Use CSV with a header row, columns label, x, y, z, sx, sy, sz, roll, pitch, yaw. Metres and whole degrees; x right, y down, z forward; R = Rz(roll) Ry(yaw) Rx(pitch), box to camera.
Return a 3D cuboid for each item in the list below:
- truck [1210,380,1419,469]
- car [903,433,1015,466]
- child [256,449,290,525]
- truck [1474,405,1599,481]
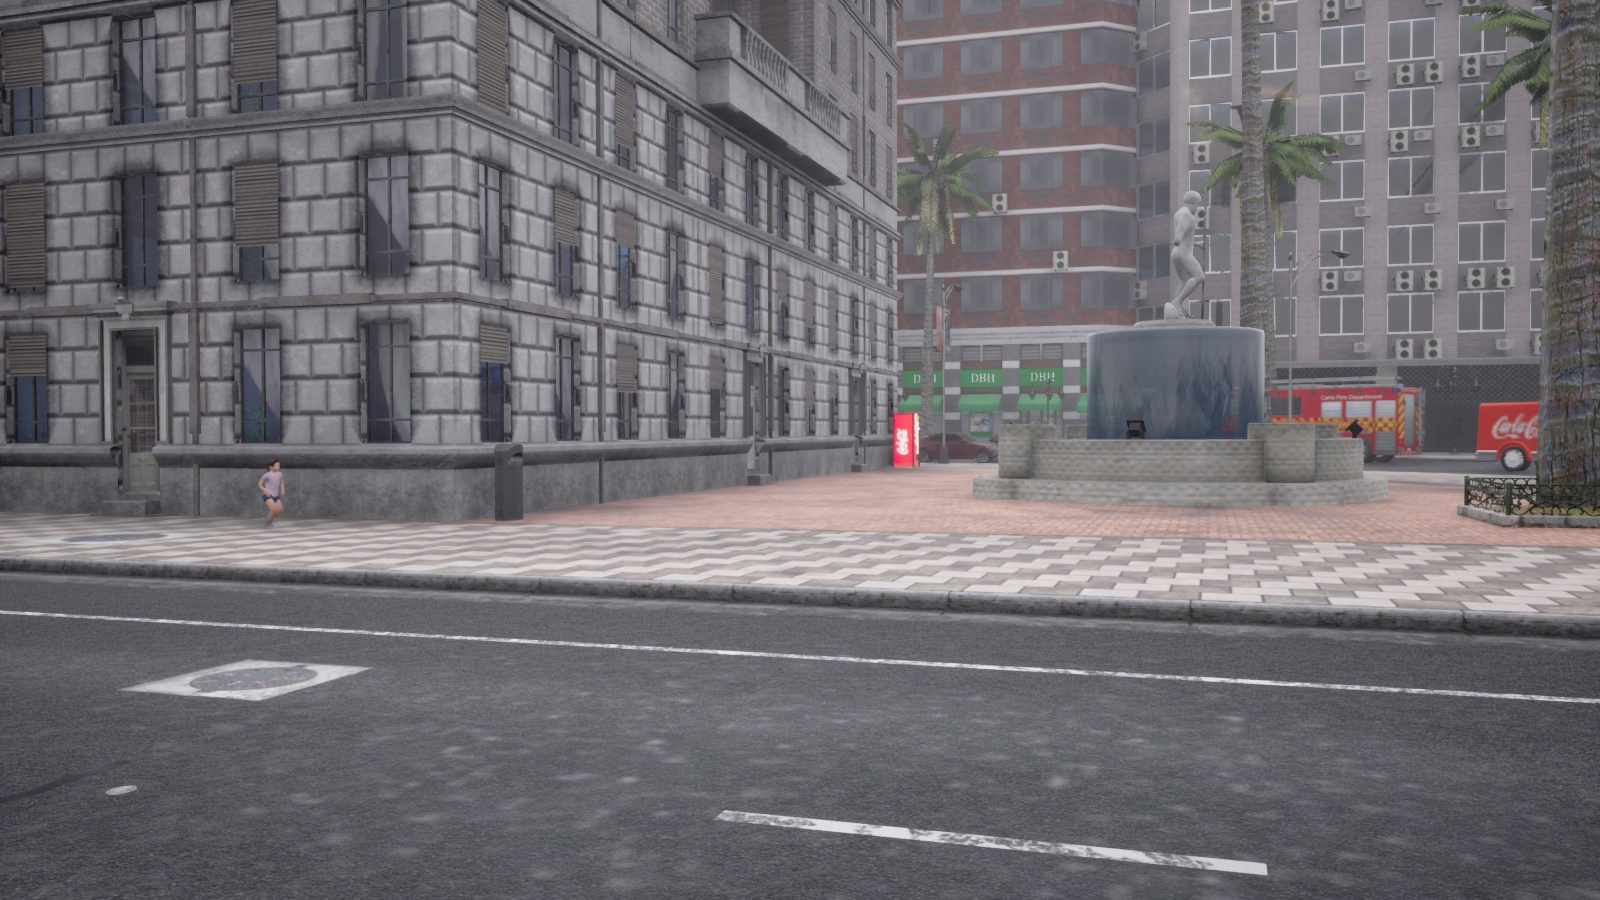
label,x,y,z,sx,sy,sz,roll,pitch,yaw
truck,23.677,-1.181,58.182,2.891,3.827,8.468,-1,1,-44
car,7.230,-0.036,57.185,4.674,1.442,1.812,1,1,26
child,-7.791,0.537,18.565,0.394,1.110,0.255,1,1,26
truck,26.540,-0.253,43.241,2.627,2.467,5.204,0,1,-31
